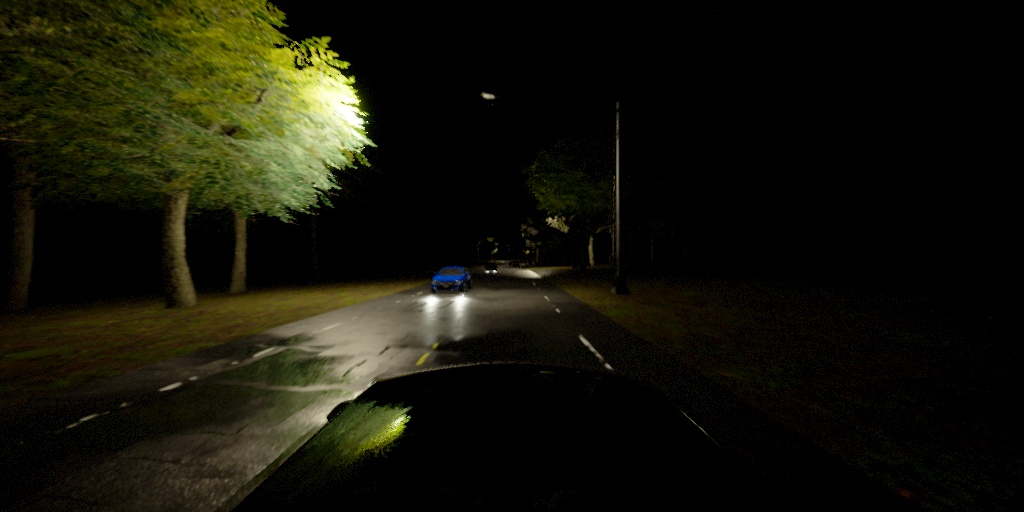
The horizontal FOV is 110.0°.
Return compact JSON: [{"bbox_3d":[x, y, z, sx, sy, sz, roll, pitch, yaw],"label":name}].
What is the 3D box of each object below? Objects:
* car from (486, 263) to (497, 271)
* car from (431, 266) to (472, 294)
[{"bbox_3d":[-3.534,1.885,62.757,2.033,1.411,5.357,0,-1,0],"label":"car"},{"bbox_3d":[-3.602,1.378,21.992,1.882,1.535,5.008,0,0,0],"label":"car"}]
